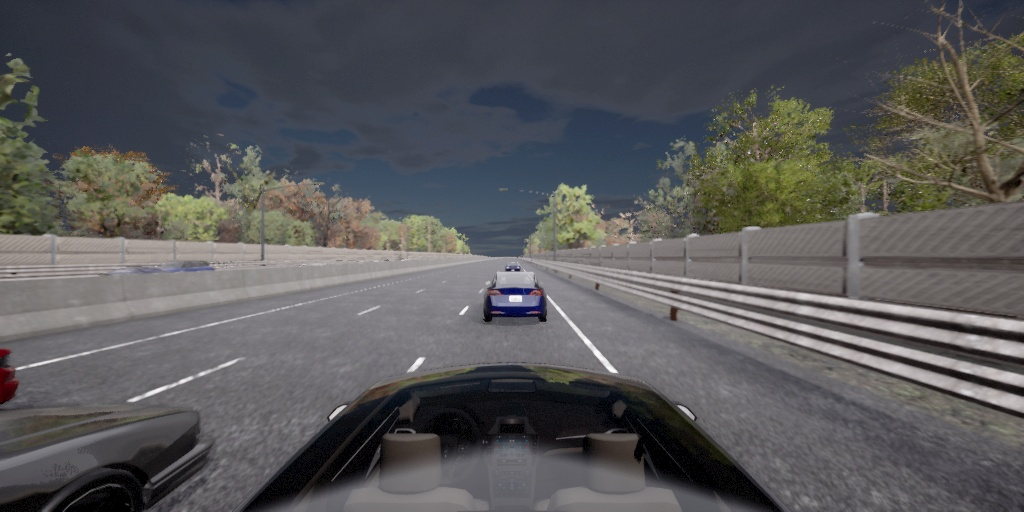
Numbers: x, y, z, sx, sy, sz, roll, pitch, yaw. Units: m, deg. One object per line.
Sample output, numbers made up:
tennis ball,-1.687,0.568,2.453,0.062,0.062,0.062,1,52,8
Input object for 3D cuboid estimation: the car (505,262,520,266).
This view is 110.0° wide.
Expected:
car,0.106,1.360,43.268,1.895,1.301,4.718,0,0,0

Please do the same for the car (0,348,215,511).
car,-3.400,1.297,0.466,2.033,1.411,5.357,0,0,0

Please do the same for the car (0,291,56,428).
car,-6.897,1.228,2.179,1.882,1.535,5.008,0,0,0

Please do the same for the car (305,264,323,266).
car,-17.546,1.357,31.120,1.895,1.301,4.718,0,0,0

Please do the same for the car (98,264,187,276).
car,-21.090,1.318,19.905,1.994,1.385,4.181,0,0,0

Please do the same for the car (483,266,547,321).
car,0.103,1.256,12.500,2.163,1.488,4.792,0,0,0

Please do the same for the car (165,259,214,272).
car,-24.574,1.107,26.488,2.097,1.767,4.553,0,0,0
